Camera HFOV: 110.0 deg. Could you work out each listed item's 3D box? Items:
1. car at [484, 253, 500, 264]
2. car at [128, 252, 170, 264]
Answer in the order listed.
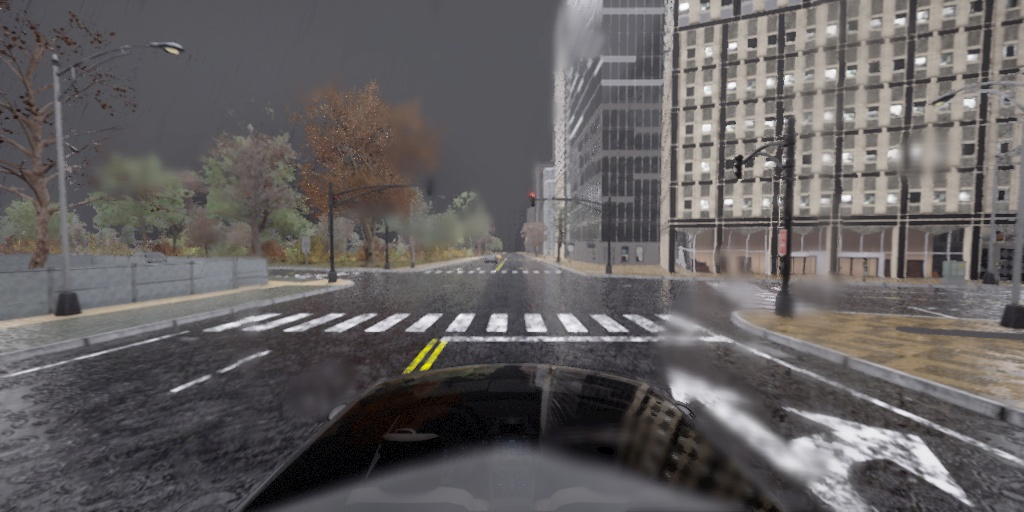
[{"bbox_3d":[-3.201,0.510,54.906,1.882,1.535,5.008,0,2,0],"label":"car"},{"bbox_3d":[-34.229,0.389,34.200,4.553,1.767,2.097,1,3,21],"label":"car"}]
